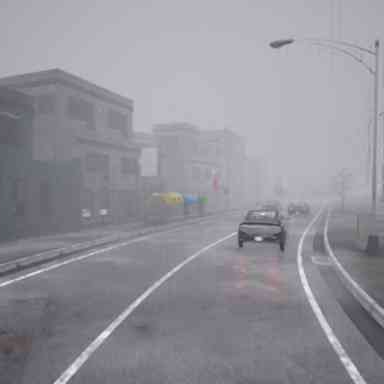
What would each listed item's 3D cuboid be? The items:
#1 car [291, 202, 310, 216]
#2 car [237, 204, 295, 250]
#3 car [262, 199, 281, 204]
[{"bbox_3d":[11.011,1.686,33.984,1.895,1.301,4.718,1,0,23],"label":"car"},{"bbox_3d":[3.227,1.513,14.583,2.128,1.511,4.902,1,0,18],"label":"car"},{"bbox_3d":[9.706,1.590,40.377,2.033,1.411,5.357,1,0,23],"label":"car"}]
